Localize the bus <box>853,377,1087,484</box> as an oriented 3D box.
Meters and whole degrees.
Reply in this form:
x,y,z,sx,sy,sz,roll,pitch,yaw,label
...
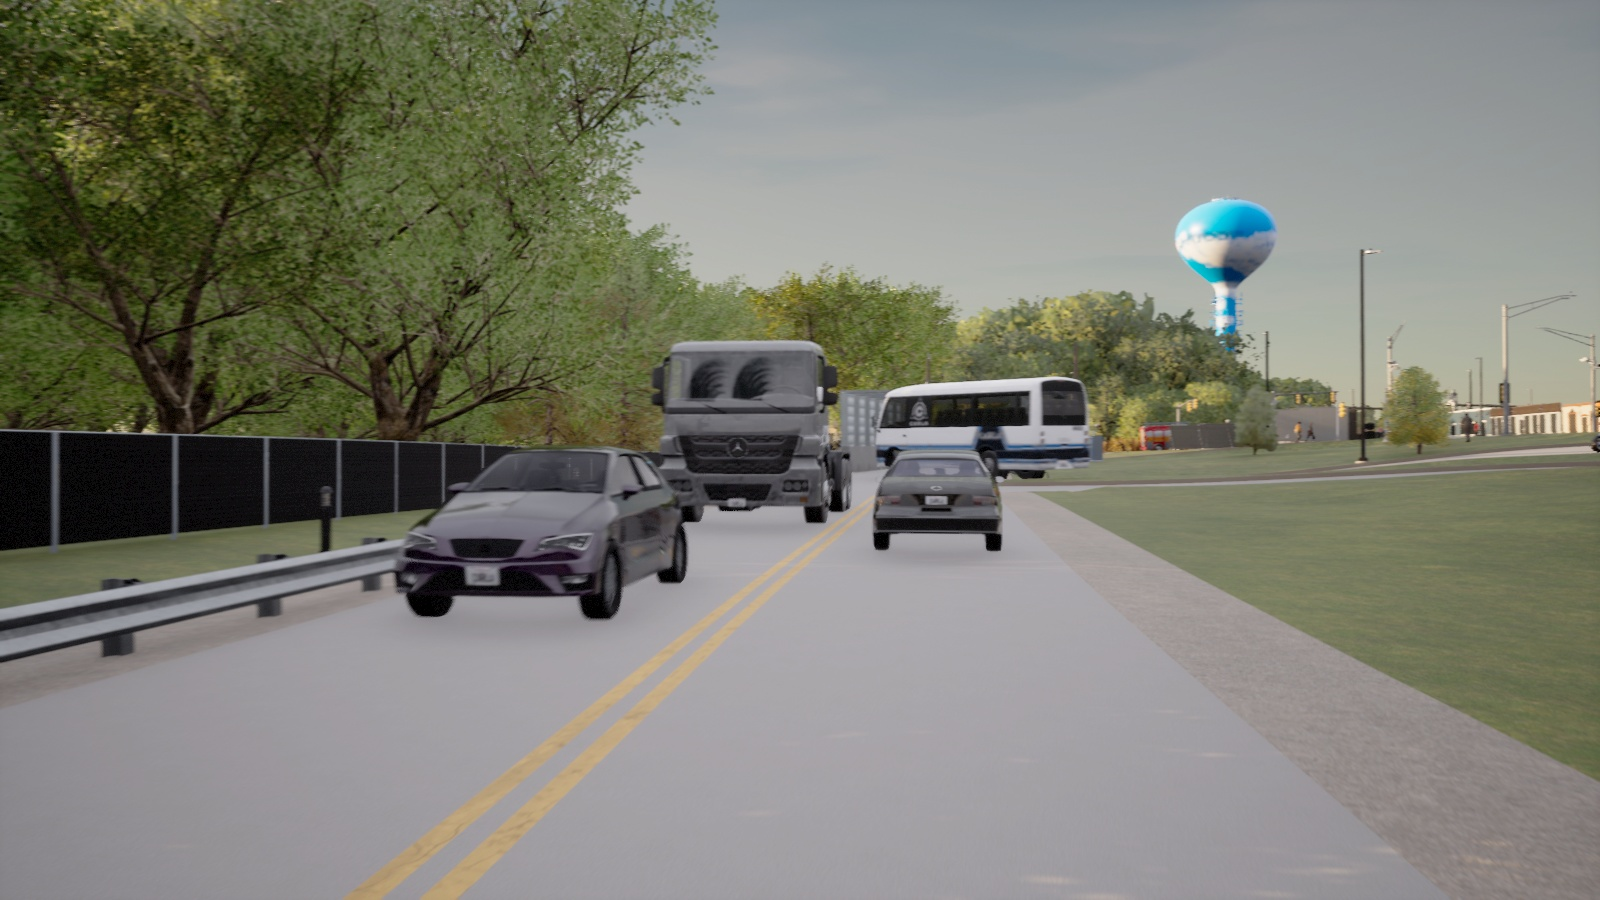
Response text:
x,y,z,sx,sy,sz,roll,pitch,yaw,label
7.164,-0.816,54.802,3.944,4.253,10.273,-1,1,-38,bus

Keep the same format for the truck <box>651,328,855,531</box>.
x,y,z,sx,sy,sz,roll,pitch,yaw,label
-0.648,-0.374,25.578,2.891,3.462,7.936,0,0,7,truck

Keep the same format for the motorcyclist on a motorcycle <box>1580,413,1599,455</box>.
x,y,z,sx,sy,sz,roll,pitch,yaw,label
32.897,-0.677,51.179,2.350,1.649,0.766,-4,1,-28,motorcyclist on a motorcycle

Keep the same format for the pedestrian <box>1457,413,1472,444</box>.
x,y,z,sx,sy,sz,roll,pitch,yaw,label
41.996,-1.364,79.394,0.659,1.952,0.873,0,-1,16,pedestrian

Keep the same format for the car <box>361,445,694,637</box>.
x,y,z,sx,sy,sz,roll,pitch,yaw,label
-2.314,0.692,11.878,1.816,1.474,4.193,0,0,7,car

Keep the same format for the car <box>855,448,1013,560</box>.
x,y,z,sx,sy,sz,roll,pitch,yaw,label
2.050,0.696,18.932,2.033,1.411,5.357,0,0,7,car
